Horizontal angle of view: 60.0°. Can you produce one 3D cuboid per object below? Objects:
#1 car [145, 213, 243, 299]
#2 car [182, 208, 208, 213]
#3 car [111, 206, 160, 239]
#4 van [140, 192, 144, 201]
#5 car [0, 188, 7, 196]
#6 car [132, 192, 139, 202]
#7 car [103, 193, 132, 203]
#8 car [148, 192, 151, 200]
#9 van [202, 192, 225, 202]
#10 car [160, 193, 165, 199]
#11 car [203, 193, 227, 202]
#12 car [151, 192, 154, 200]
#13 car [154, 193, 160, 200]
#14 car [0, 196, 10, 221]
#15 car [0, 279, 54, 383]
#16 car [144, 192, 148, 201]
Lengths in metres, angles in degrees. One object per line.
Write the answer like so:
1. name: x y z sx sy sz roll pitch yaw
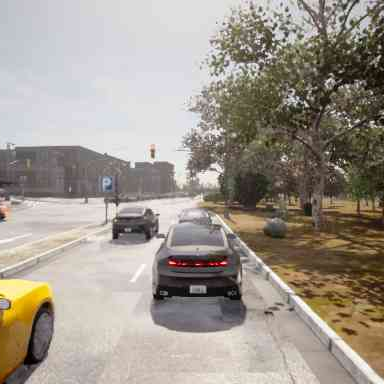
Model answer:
1. car: 0.110 1.514 8.434 1.837 1.490 4.892 0 0 0
2. car: 0.160 1.572 18.136 2.033 1.411 5.357 0 0 1
3. car: -2.848 1.524 17.453 1.837 1.490 4.892 0 -1 1
4. van: -13.227 1.094 72.302 4.442 1.987 1.878 -1 0 -14
5. car: -31.155 0.138 54.190 2.002 1.452 4.674 6 -3 -19
6. car: -13.787 1.316 66.310 5.366 1.575 1.946 -1 0 -15
7. car: -14.433 1.359 63.318 4.792 1.488 2.163 -1 0 -15
8. car: -12.625 1.360 78.268 4.674 1.452 2.002 -1 0 -13
9. van: 4.295 1.043 65.910 4.442 1.987 1.878 1 0 -14
10. car: -10.986 1.065 90.258 5.566 2.045 2.435 -1 0 -12
11. car: 4.680 1.142 68.879 4.553 1.767 2.185 1 0 -14
12. car: -12.253 1.360 81.270 4.674 1.452 2.002 -1 0 -13
13. car: -11.437 1.358 87.252 4.674 1.452 2.002 -1 0 -12
14. car: -16.622 1.404 25.512 4.553 1.767 2.185 -1 0 -19
15. car: -2.899 1.479 2.796 1.882 1.535 5.008 0 0 0
16. car: -12.999 1.322 75.273 4.892 1.521 2.231 -1 0 -14
